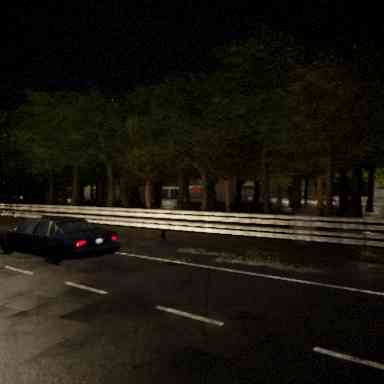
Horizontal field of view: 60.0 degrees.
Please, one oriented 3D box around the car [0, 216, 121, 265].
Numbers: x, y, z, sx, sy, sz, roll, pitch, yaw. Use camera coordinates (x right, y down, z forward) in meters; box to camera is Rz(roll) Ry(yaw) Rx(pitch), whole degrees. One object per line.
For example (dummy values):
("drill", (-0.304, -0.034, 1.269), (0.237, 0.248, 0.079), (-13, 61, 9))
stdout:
("car", (-4.882, 1.550, 11.657), (5.357, 1.411, 2.033), (0, 0, 36))
